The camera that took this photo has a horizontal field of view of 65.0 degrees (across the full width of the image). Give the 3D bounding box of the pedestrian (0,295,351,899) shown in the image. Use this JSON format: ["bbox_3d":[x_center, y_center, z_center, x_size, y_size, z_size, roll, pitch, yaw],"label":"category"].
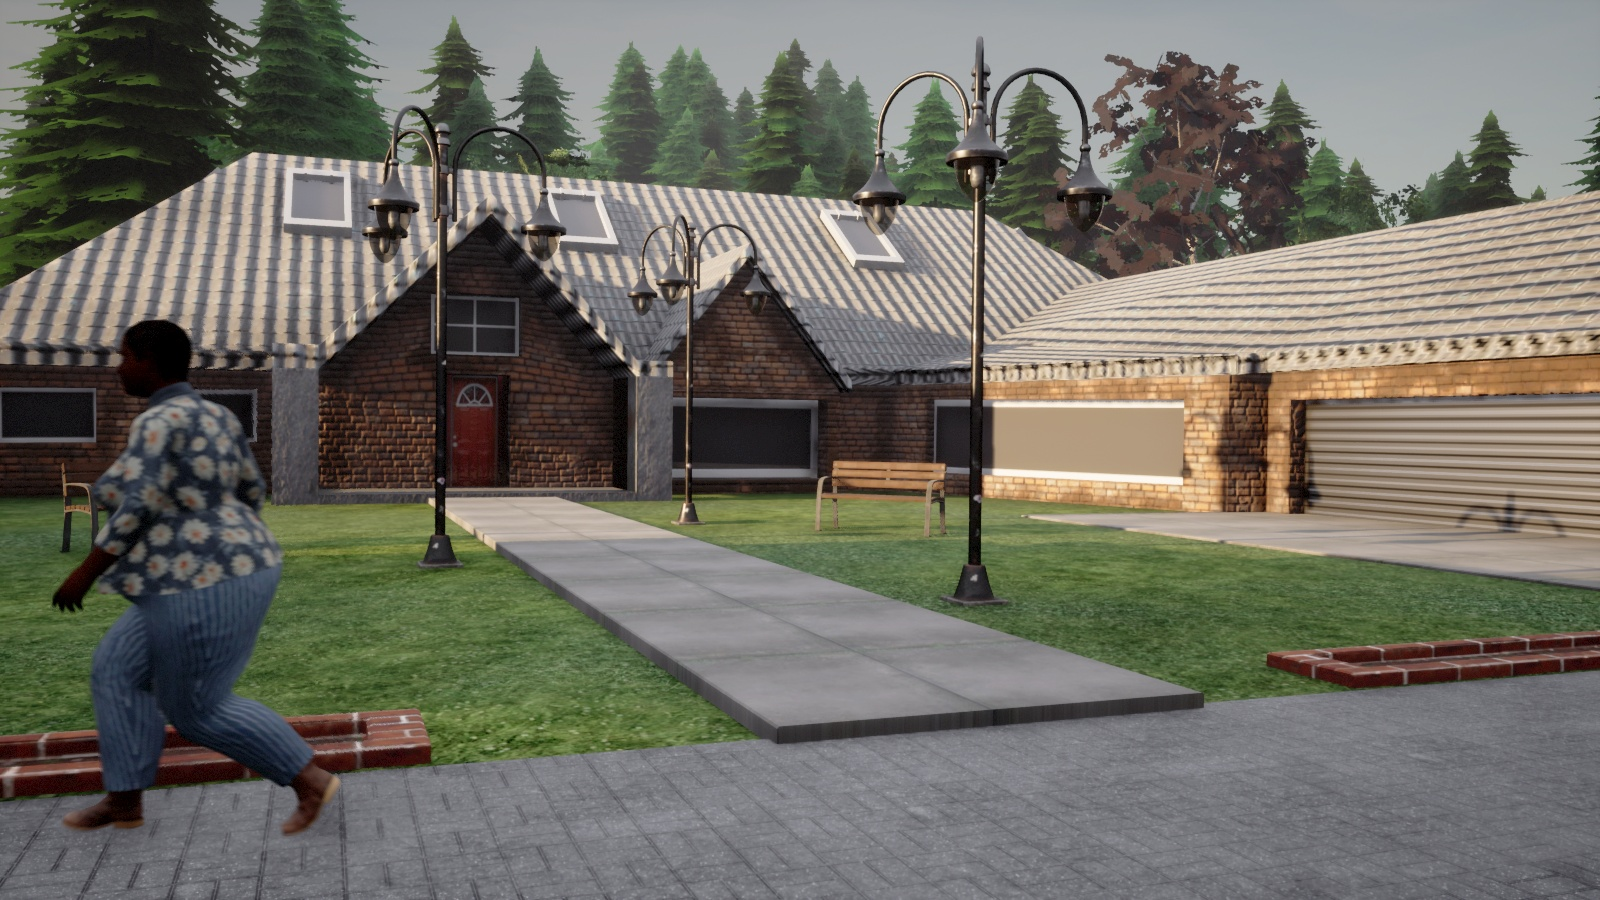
[{"bbox_3d":[-2.105,0.447,4.312,0.900,1.855,0.874,-1,1,-10],"label":"pedestrian"}]
